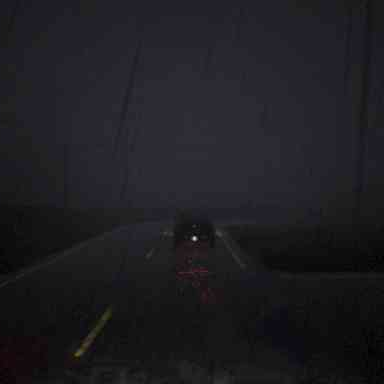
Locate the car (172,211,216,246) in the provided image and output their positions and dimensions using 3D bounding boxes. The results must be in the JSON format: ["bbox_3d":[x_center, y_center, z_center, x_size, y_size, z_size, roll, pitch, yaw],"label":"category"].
[{"bbox_3d":[0.108,1.671,16.118,1.837,1.490,4.892,0,0,0],"label":"car"}]

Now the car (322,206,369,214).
[{"bbox_3d":[13.235,1.852,28.336,4.181,1.385,1.994,0,-1,-5],"label":"car"}]
